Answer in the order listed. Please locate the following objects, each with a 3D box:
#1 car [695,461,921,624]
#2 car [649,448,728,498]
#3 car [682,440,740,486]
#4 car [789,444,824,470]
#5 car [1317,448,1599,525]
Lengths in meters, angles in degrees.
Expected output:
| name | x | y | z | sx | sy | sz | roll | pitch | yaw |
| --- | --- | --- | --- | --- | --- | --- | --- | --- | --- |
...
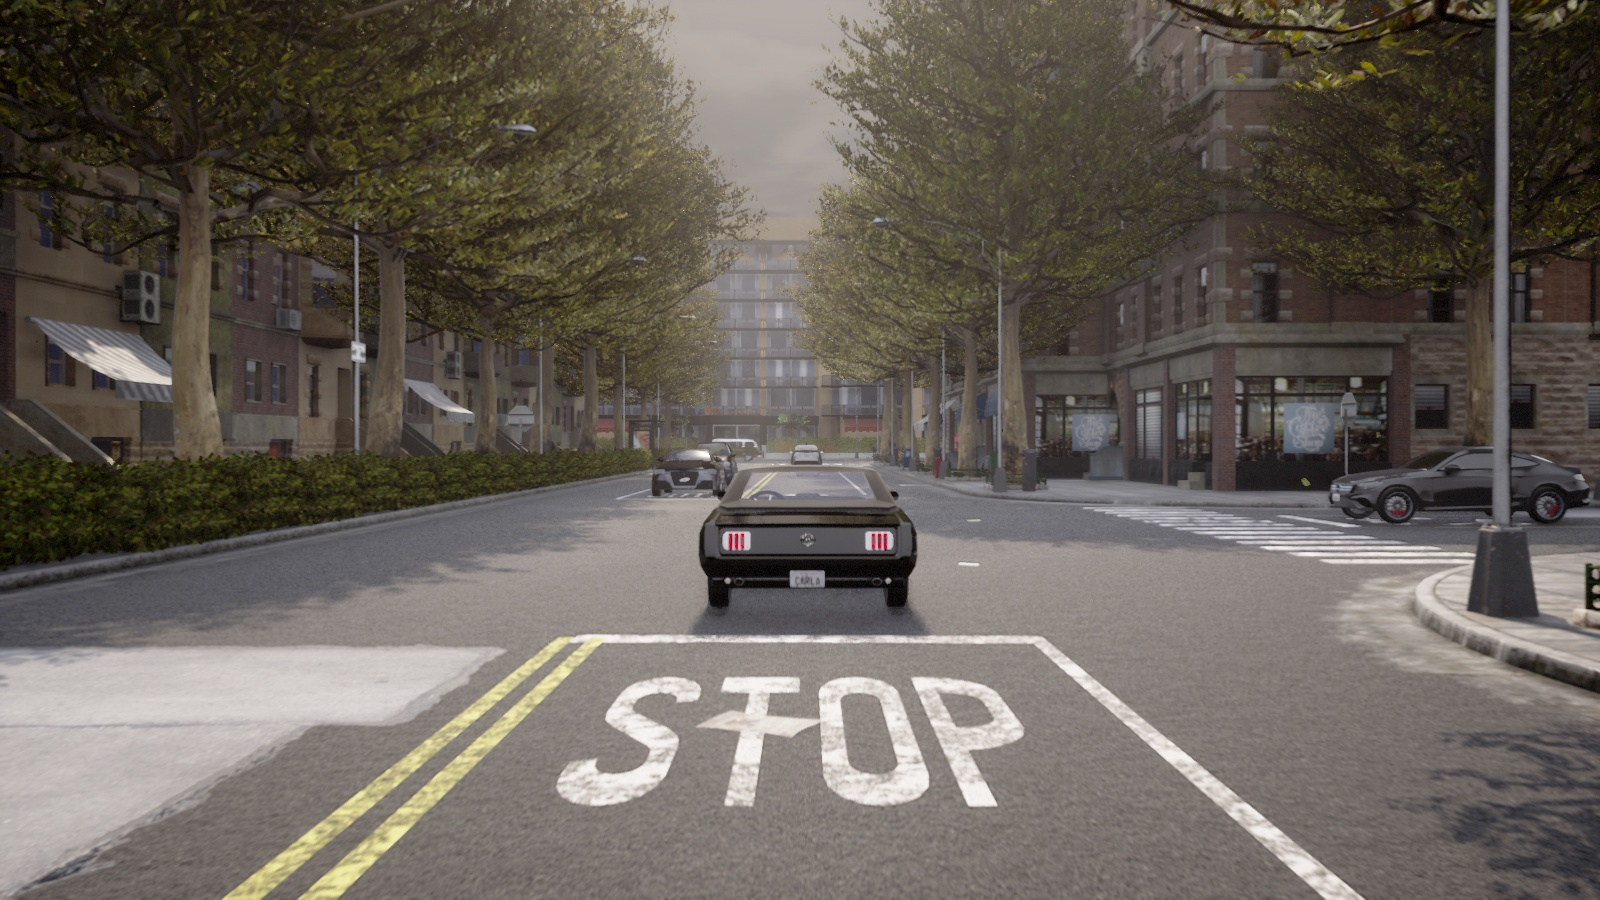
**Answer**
| name | x | y | z | sx | sy | sz | roll | pitch | yaw |
| --- | --- | --- | --- | --- | --- | --- | --- | --- | --- |
| car | 0.080 | 0.794 | 12.870 | 1.895 | 1.301 | 4.718 | 0 | 0 | 0 |
| car | -3.291 | 0.653 | 37.693 | 1.994 | 1.385 | 4.181 | 0 | 0 | 0 |
| car | -3.250 | 0.451 | 46.489 | 1.851 | 1.617 | 3.988 | 0 | 0 | 0 |
| car | 0.388 | 0.391 | 73.792 | 2.007 | 1.525 | 4.514 | 0 | 0 | 0 |
| car | 12.743 | 0.683 | 24.350 | 4.674 | 1.442 | 1.812 | 0 | 0 | 0 |
